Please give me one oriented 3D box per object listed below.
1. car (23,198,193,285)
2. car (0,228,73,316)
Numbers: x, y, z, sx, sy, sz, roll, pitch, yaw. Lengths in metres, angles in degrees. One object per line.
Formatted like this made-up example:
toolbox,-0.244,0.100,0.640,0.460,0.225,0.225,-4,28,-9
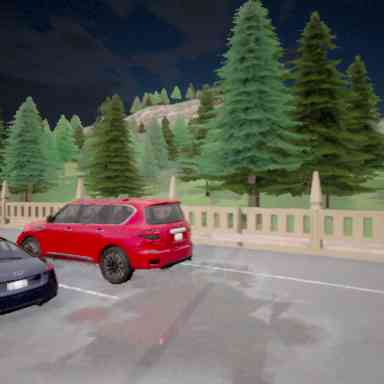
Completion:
car,-2.627,1.195,9.605,5.566,2.045,2.150,0,0,31
car,-4.674,1.552,6.710,4.181,1.385,1.994,0,0,31
